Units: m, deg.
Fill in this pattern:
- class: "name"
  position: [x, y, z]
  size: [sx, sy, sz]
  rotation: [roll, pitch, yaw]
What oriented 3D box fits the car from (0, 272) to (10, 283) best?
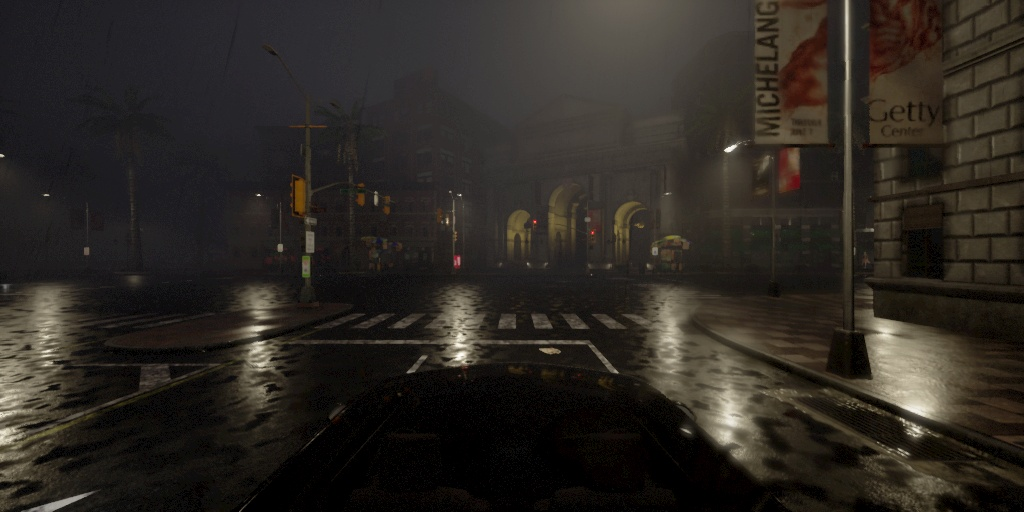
- class: "car"
  position: [-38.875, 1.351, 25.271]
  size: [4.718, 1.301, 1.895]
  rotation: [0, 0, 0]
